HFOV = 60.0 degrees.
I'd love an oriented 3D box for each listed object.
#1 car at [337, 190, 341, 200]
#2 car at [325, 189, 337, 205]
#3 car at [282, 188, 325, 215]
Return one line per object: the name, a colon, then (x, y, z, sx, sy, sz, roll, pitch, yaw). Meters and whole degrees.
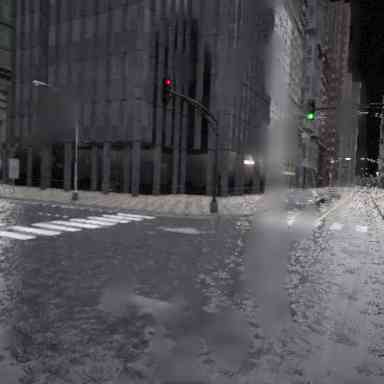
car: (19.819, 0.294, 46.771, 1.994, 1.385, 4.181, 4, 3, 28)
car: (13.599, 0.543, 34.807, 2.033, 1.411, 5.357, 4, 3, 27)
car: (7.963, 0.592, 23.898, 2.097, 1.767, 4.553, 4, 3, 27)
